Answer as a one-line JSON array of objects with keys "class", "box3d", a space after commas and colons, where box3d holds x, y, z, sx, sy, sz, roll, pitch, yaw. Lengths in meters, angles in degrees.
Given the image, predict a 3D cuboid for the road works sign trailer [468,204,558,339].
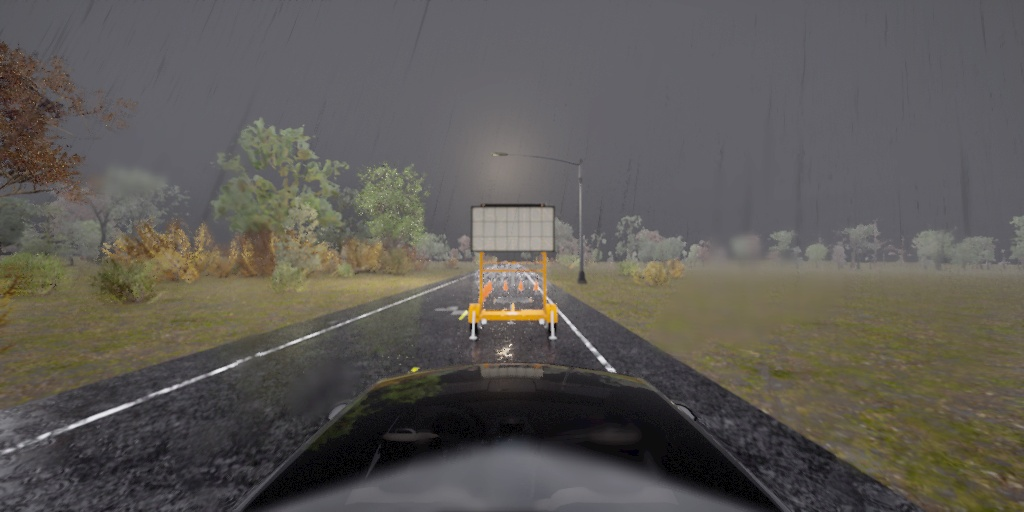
[{"class": "road works sign trailer", "box3d": [0.029, 0.295, 10.375, 2.380, 3.560, 2.880, 0, 0, 0]}]
